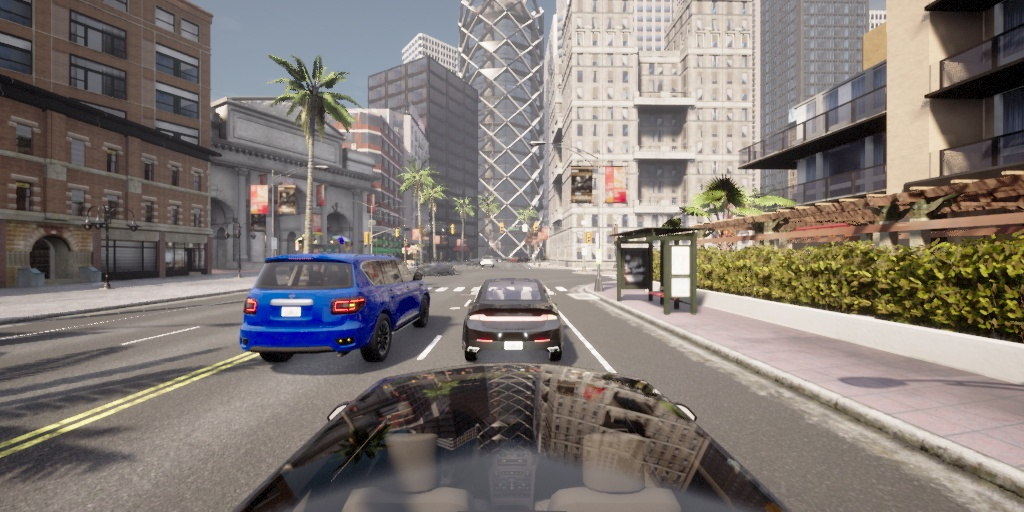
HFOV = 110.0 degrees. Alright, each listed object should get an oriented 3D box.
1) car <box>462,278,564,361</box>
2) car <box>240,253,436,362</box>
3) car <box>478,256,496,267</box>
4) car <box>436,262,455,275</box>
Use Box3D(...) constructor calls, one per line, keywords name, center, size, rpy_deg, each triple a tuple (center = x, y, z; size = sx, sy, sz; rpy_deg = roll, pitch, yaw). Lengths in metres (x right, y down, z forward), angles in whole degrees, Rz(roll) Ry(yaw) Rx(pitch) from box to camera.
Box3D(name="car", center=(0.014, 1.241, 8.246), size=(2.128, 1.511, 4.902), rpy_deg=(0, 0, 0))
Box3D(name="car", center=(-3.487, 0.971, 8.332), size=(2.150, 2.045, 5.566), rpy_deg=(0, 0, 0))
Box3D(name="car", center=(-4.201, 0.966, 64.211), size=(2.150, 2.045, 5.566), rpy_deg=(0, 0, 1))
Box3D(name="car", center=(-7.727, 1.311, 36.121), size=(1.994, 1.385, 4.181), rpy_deg=(0, 0, 35))
